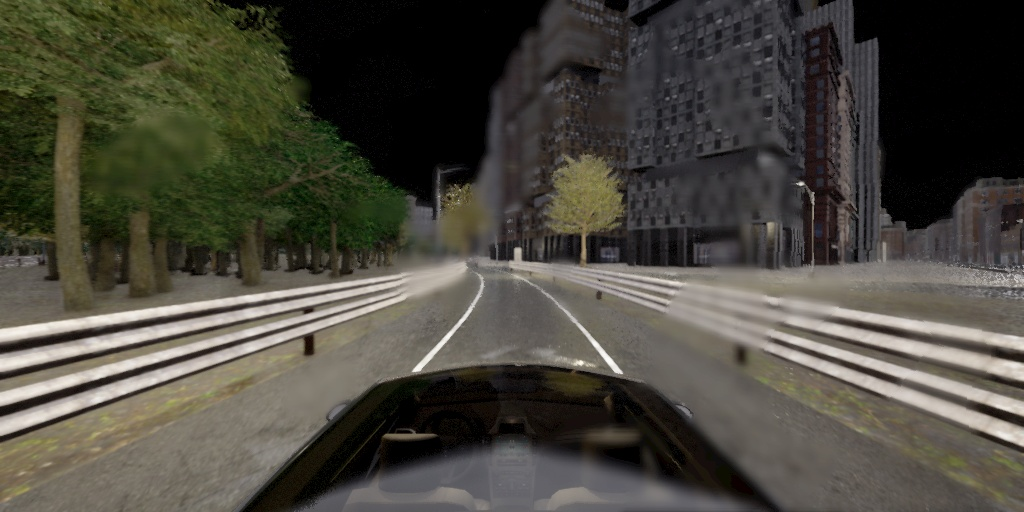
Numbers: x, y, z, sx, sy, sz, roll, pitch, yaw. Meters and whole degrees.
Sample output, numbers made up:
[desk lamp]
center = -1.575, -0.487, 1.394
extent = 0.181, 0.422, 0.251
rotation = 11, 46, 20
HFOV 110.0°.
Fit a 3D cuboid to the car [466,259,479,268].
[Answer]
[car]
center = -6.948, 1.189, 61.310
extent = 2.128, 1.511, 4.902
rotation = 0, 0, -18
